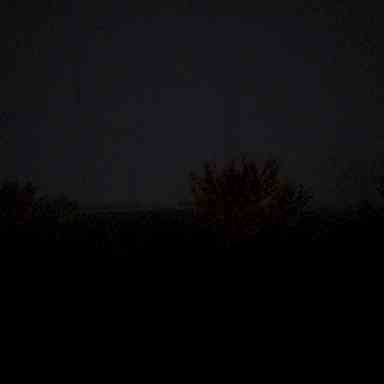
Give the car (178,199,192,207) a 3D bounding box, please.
[{"bbox_3d":[-0.485,2.023,60.575,2.128,1.511,4.902,-1,-1,36],"label":"car"}]
